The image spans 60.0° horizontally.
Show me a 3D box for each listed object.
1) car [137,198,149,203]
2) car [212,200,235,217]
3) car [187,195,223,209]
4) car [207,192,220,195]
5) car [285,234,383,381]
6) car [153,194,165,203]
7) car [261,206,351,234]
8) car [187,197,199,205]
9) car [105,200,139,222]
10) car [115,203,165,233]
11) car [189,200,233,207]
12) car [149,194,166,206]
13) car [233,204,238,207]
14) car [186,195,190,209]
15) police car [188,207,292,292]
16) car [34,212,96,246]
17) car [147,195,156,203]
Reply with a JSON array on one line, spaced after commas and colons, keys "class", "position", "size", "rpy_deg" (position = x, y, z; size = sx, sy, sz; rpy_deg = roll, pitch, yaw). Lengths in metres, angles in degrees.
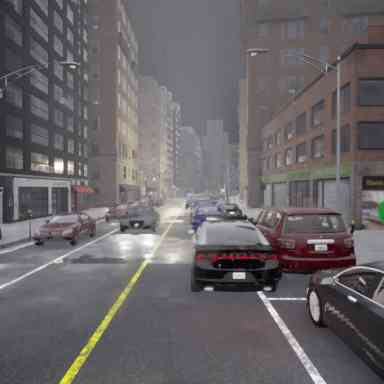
[{"class": "car", "position": [-5.597, 1.570, 31.803], "size": [1.802, 1.307, 4.206], "rpy_deg": [-1, 0, 0]}, {"class": "car", "position": [2.928, 1.513, 31.963], "size": [1.752, 1.417, 4.829], "rpy_deg": [-1, 0, 0]}, {"class": "car", "position": [0.900, 1.344, 24.917], "size": [2.097, 1.767, 4.553], "rpy_deg": [0, 0, 0]}, {"class": "car", "position": [5.974, 1.452, 92.640], "size": [1.947, 1.339, 4.313], "rpy_deg": [0, 0, 9]}, {"class": "car", "position": [2.861, 1.550, 4.262], "size": [2.008, 1.369, 4.403], "rpy_deg": [-1, 0, 0]}, {"class": "car", "position": [-5.560, 1.287, 48.326], "size": [2.192, 1.841, 5.009], "rpy_deg": [-1, 0, 0]}, {"class": "car", "position": [2.872, 1.313, 9.768], "size": [2.192, 1.841, 5.009], "rpy_deg": [-1, 0, 0]}, {"class": "car", "position": [0.140, 1.562, 57.022], "size": [1.895, 1.301, 4.718], "rpy_deg": [0, 0, 0]}, {"class": "car", "position": [-5.611, 1.574, 26.295], "size": [1.802, 1.307, 4.206], "rpy_deg": [-1, 0, 0]}, {"class": "car", "position": [-2.952, 1.559, 19.681], "size": [1.994, 1.385, 4.181], "rpy_deg": [0, 0, 0]}, {"class": "car", "position": [0.946, 1.473, 18.947], "size": [1.882, 1.535, 5.008], "rpy_deg": [0, 0, 0]}, {"class": "car", "position": [-5.546, 1.281, 53.834], "size": [2.192, 1.841, 5.009], "rpy_deg": [-1, 0, 0]}, {"class": "car", "position": [2.914, 1.557, 26.287], "size": [1.947, 1.339, 4.313], "rpy_deg": [-1, 0, 0]}, {"class": "car", "position": [0.136, 1.540, 44.864], "size": [1.994, 1.385, 4.181], "rpy_deg": [0, 0, 0]}, {"class": "police car", "position": [0.922, 1.423, 9.056], "size": [1.930, 1.638, 5.238], "rpy_deg": [0, 0, 0]}, {"class": "car", "position": [-5.637, 1.579, 15.280], "size": [1.802, 1.307, 4.206], "rpy_deg": [-1, 0, 0]}, {"class": "car", "position": [-5.585, 1.424, 37.310], "size": [1.967, 1.590, 4.097], "rpy_deg": [-1, 0, 0]}]
